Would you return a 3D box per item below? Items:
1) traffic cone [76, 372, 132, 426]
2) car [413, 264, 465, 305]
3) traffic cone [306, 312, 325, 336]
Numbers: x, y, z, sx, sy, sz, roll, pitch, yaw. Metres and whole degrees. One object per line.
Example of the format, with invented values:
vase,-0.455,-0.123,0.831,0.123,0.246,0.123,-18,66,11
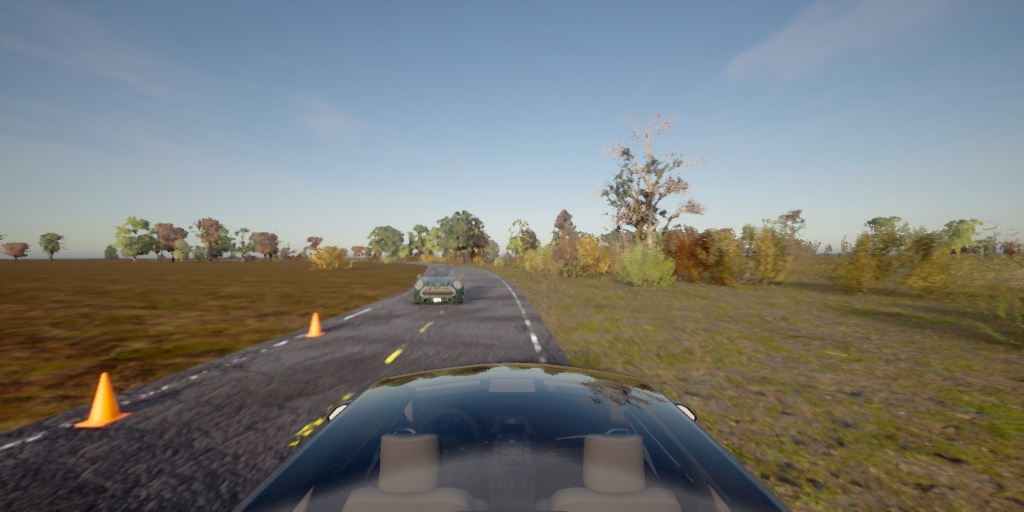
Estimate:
traffic cone,-5.081,1.752,4.475,0.340,0.580,0.340,0,0,0
car,-3.269,1.207,16.755,2.097,1.767,4.553,0,0,-7
traffic cone,-5.162,1.781,9.428,0.340,0.580,0.340,0,0,-1
